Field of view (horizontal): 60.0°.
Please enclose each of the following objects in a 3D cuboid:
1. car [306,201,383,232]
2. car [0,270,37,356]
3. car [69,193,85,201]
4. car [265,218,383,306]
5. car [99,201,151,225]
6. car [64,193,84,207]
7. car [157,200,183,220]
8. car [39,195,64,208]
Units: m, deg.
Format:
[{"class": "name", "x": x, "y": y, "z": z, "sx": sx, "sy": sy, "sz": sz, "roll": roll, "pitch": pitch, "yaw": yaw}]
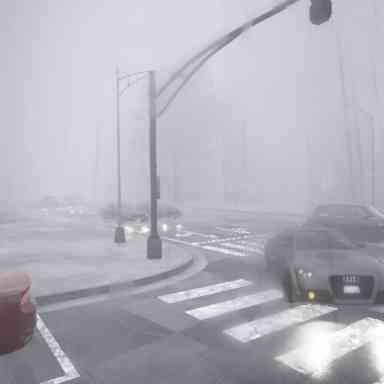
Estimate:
[{"class": "car", "x": 7.269, "y": 1.295, "z": 14.421, "sx": 4.553, "sy": 1.767, "sz": 2.097, "roll": 0, "pitch": 1, "yaw": 38}, {"class": "car", "x": -4.196, "y": 1.545, "z": 3.665, "sx": 4.507, "sy": 1.381, "sz": 1.887, "roll": 0, "pitch": -1, "yaw": -36}, {"class": "car", "x": -22.856, "y": 0.926, "z": 66.030, "sx": 1.812, "sy": 1.442, "sz": 4.674, "roll": -1, "pitch": 1, "yaw": -36}, {"class": "car", "x": 2.986, "y": 1.564, "z": 7.958, "sx": 1.994, "sy": 1.385, "sz": 4.181, "roll": 0, "pitch": 0, "yaw": 3}, {"class": "car", "x": -5.026, "y": 1.442, "z": 23.949, "sx": 2.033, "sy": 1.411, "sz": 5.357, "roll": -1, "pitch": 1, "yaw": -36}, {"class": "car", "x": -16.423, "y": 1.146, "z": 45.584, "sx": 2.128, "sy": 1.511, "sz": 4.902, "roll": -1, "pitch": 1, "yaw": -35}, {"class": "car", "x": -2.900, "y": 1.388, "z": 26.564, "sx": 2.033, "sy": 1.411, "sz": 5.357, "roll": -1, "pitch": 1, "yaw": -36}, {"class": "car", "x": -18.371, "y": 1.217, "z": 42.707, "sx": 1.837, "sy": 1.490, "sz": 4.892, "roll": -1, "pitch": 0, "yaw": -35}]
